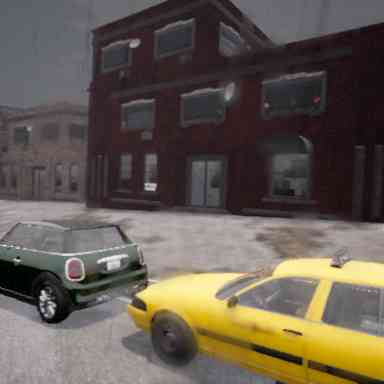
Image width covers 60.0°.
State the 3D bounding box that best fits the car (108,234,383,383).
[{"bbox_3d":[1.503,1.484,4.078,5.366,1.575,1.801,0,0,36],"label":"car"}]

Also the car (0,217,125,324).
[{"bbox_3d":[-3.182,1.375,7.470,4.553,1.767,2.097,0,0,36],"label":"car"}]
